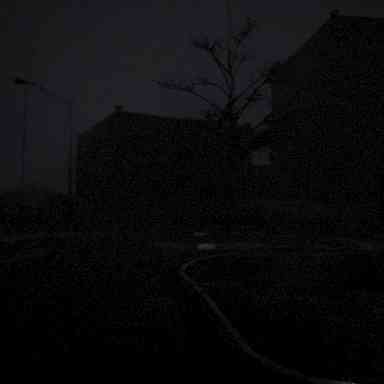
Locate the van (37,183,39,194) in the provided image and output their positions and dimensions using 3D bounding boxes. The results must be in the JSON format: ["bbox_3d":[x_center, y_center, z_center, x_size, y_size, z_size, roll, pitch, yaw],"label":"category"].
[{"bbox_3d":[-30.050,-0.308,58.804,4.442,1.987,1.878,1,2,-19],"label":"van"}]

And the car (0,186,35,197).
[{"bbox_3d":[-27.221,0.177,50.965,4.792,1.488,2.163,1,1,-19],"label":"car"}]

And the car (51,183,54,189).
[{"bbox_3d":[-39.034,-1.215,84.958,5.566,2.045,2.435,1,2,-19],"label":"car"}]

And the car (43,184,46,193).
[{"bbox_3d":[-32.699,-0.347,66.716,5.008,1.535,2.097,1,2,-19],"label":"car"}]

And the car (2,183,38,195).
[{"bbox_3d":[-28.953,-0.123,56.111,4.553,1.767,2.185,1,1,-19],"label":"car"}]

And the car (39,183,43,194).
[{"bbox_3d":[-31.705,-0.377,63.984,4.553,1.767,2.185,1,2,-19],"label":"car"}]

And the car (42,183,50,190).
[{"bbox_3d":[-34.452,-0.774,71.846,5.566,2.045,2.435,1,2,-19],"label":"car"}]
